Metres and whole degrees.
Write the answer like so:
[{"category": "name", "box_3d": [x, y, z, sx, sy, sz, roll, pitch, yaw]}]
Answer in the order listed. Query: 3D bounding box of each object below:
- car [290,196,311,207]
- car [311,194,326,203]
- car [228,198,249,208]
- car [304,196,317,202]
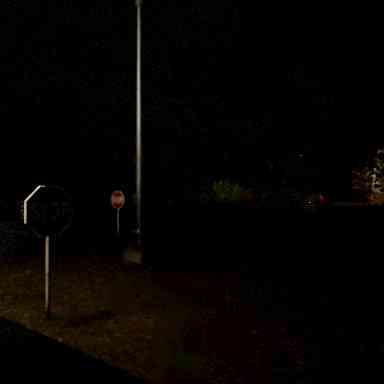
[{"category": "car", "box_3d": [17.506, 1.637, 54.366, 1.882, 1.535, 5.008, 1, 0, 32]}, {"category": "car", "box_3d": [27.689, 1.417, 73.441, 2.150, 2.045, 5.566, 0, 0, 27]}, {"category": "car", "box_3d": [7.205, 1.655, 51.402, 1.812, 1.442, 4.674, 0, 0, 34]}, {"category": "car", "box_3d": [31.050, 1.719, 86.999, 2.128, 1.511, 4.902, 0, 0, 34]}]
